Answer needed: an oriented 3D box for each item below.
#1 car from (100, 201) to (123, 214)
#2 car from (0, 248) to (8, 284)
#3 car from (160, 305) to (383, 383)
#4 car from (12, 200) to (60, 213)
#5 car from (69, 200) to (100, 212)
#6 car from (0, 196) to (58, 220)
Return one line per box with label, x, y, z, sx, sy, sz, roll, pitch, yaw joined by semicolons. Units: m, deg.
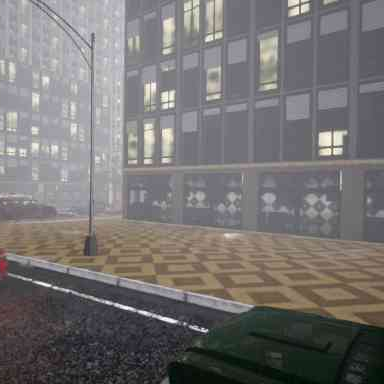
car;-8.026;1.841;39.132;1.752;1.417;4.829;1;0;36
car;-6.279;1.525;8.123;4.674;1.442;1.812;0;0;35
car;2.048;1.601;2.225;4.718;1.301;1.895;0;0;35
car;-18.322;1.657;39.269;1.752;1.417;4.829;1;0;36
car;-12.828;1.770;42.361;2.033;1.411;5.357;1;0;36
car;-14.800;1.530;29.903;2.192;1.841;5.009;1;0;36
